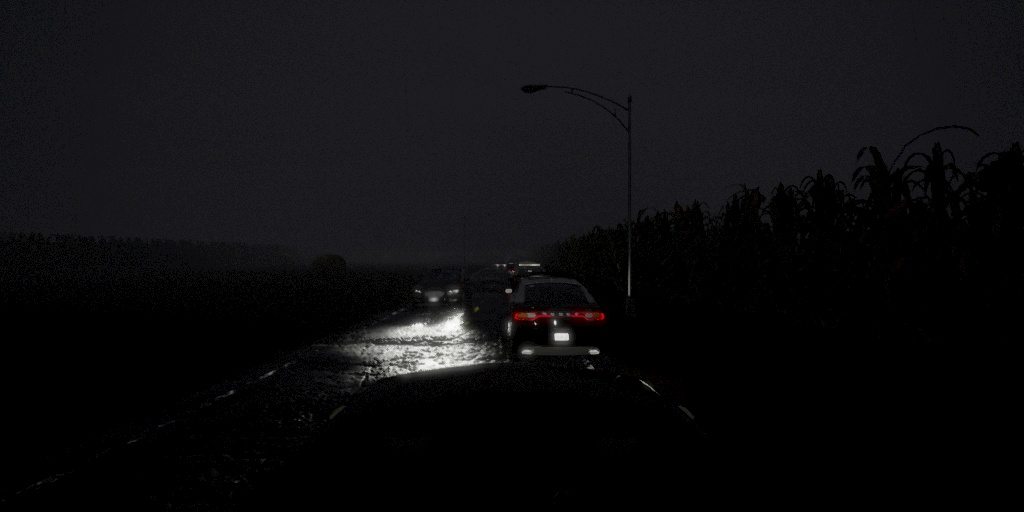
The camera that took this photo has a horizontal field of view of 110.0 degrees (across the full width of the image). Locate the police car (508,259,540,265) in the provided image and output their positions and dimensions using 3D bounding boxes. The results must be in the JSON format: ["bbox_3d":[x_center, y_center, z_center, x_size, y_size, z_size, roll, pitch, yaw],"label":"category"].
[{"bbox_3d":[0.904,1.166,18.701,1.930,1.638,5.238,0,0,0],"label":"police car"}]

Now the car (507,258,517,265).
[{"bbox_3d":[0.930,1.084,24.560,2.097,1.767,4.553,0,0,0],"label":"car"}]

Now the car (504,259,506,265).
[{"bbox_3d":[0.283,1.179,51.214,2.128,1.511,4.902,0,0,1],"label":"car"}]

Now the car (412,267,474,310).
[{"bbox_3d":[-2.689,1.236,14.793,2.128,1.511,4.902,0,0,0],"label":"car"}]

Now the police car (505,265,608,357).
[{"bbox_3d":[0.859,1.173,8.701,1.930,1.638,5.238,0,0,0],"label":"police car"}]
